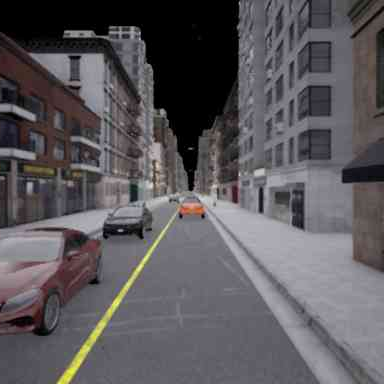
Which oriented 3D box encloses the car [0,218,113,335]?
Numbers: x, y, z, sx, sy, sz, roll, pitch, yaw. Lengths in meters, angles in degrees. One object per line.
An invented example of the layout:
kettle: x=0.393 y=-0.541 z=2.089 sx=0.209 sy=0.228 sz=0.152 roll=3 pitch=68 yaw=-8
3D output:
car: x=-3.117 y=1.501 z=6.798 sx=1.812 sy=1.442 sz=4.674 roll=0 pitch=0 yaw=-1

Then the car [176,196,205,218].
car: x=-0.007 y=1.228 z=28.574 sx=2.097 sy=1.767 sz=4.553 roll=0 pitch=0 yaw=0

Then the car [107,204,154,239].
car: x=-3.131 y=1.409 z=17.082 sx=1.882 sy=1.535 sz=5.008 roll=0 pitch=0 yaw=0

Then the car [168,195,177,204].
car: x=-3.193 y=1.276 z=58.846 sx=2.033 sy=1.411 sz=5.357 roll=0 pitch=0 yaw=0

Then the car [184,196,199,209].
car: x=-0.059 y=1.315 z=42.613 sx=1.837 sy=1.490 sz=4.892 roll=0 pitch=1 yaw=0
